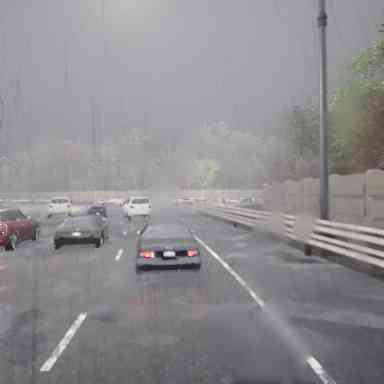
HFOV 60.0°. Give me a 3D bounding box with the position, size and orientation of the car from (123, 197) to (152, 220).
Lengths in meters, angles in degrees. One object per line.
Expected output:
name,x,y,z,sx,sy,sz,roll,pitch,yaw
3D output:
car,-5.128,1.473,31.097,2.150,2.045,5.566,0,0,-17

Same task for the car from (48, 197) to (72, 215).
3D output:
car,-13.879,1.587,34.993,2.150,2.045,5.566,0,0,-21

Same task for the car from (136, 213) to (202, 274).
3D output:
car,-0.834,1.626,10.860,2.033,1.411,5.357,-1,0,-6

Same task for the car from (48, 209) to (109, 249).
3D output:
car,-5.067,1.716,15.649,1.994,1.385,4.181,0,0,-9

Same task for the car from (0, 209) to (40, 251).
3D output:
car,-8.520,1.534,15.055,2.097,1.767,4.553,-1,-1,-9

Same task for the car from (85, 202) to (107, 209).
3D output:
car,-9.715,1.820,33.726,1.837,1.490,4.892,0,0,-19
